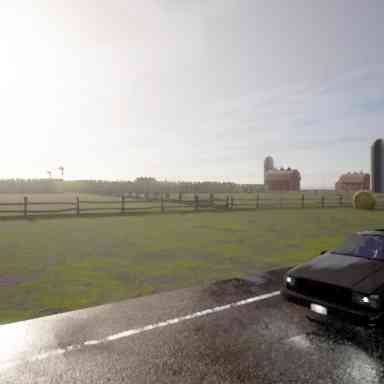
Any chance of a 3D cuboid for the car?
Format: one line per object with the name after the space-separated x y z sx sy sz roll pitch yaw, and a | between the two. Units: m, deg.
4.254 1.544 7.044 5.357 1.411 2.033 0 0 -36 | car
